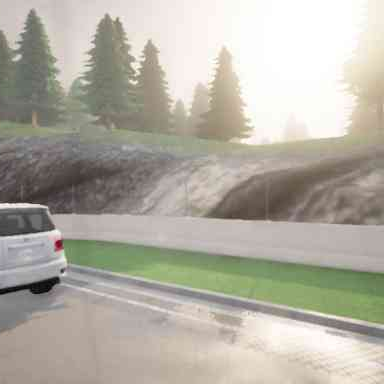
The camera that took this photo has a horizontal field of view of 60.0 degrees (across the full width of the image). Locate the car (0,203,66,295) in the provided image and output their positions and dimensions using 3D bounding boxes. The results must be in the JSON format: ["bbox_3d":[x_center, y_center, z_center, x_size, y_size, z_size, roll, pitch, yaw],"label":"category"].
[{"bbox_3d":[-5.264,1.294,7.722,5.566,2.045,2.150,-2,-1,35],"label":"car"}]
